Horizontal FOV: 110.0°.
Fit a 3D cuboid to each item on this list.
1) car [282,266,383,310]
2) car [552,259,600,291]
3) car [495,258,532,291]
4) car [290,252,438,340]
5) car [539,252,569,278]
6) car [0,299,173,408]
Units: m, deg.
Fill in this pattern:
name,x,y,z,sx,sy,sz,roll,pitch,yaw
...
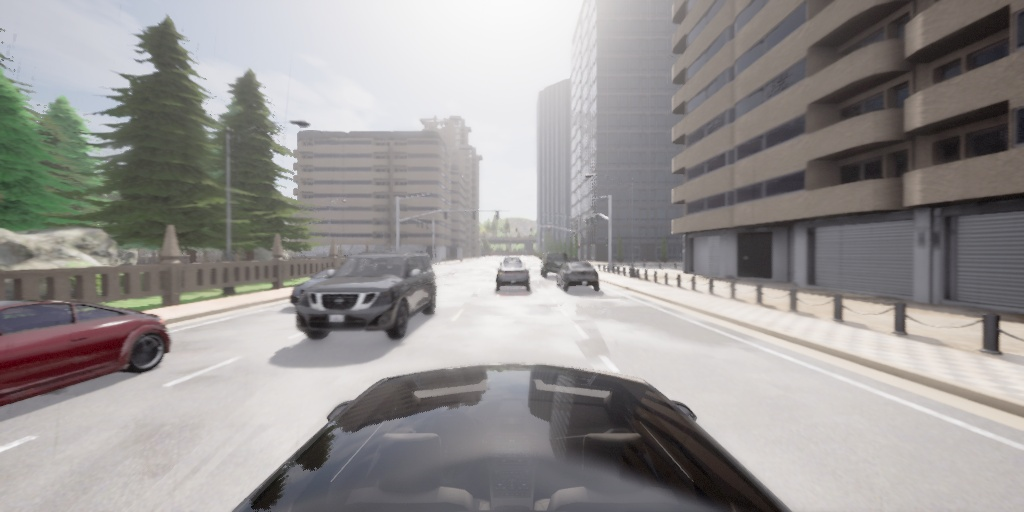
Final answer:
name,x,y,z,sx,sy,sz,roll,pitch,yaw
car,-7.060,1.199,14.673,1.994,1.385,4.181,0,1,1
car,3.566,1.073,19.952,1.837,1.490,4.892,0,0,0
car,0.066,1.065,20.111,2.128,1.511,4.902,0,1,0
car,-3.586,0.896,10.097,2.150,2.045,5.566,0,1,0
car,3.533,0.697,29.902,2.150,2.045,5.566,0,1,0
car,-7.093,1.296,4.671,1.994,1.385,4.181,0,1,0
